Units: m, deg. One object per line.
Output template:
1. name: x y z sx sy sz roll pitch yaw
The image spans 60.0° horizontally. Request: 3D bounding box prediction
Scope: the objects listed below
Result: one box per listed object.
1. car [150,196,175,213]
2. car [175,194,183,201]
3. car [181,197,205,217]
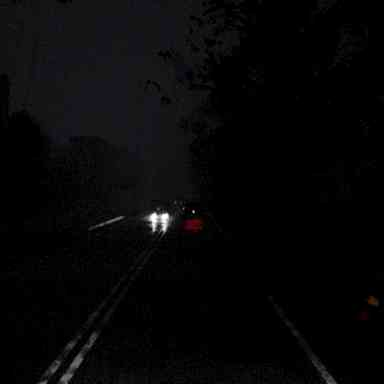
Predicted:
1. car: -3.286 1.417 35.221 2.128 1.511 4.902 0 0 0
2. car: -3.080 1.281 77.293 2.033 1.411 5.357 0 0 0
3. car: 0.147 1.431 30.920 1.837 1.490 4.892 0 0 0
